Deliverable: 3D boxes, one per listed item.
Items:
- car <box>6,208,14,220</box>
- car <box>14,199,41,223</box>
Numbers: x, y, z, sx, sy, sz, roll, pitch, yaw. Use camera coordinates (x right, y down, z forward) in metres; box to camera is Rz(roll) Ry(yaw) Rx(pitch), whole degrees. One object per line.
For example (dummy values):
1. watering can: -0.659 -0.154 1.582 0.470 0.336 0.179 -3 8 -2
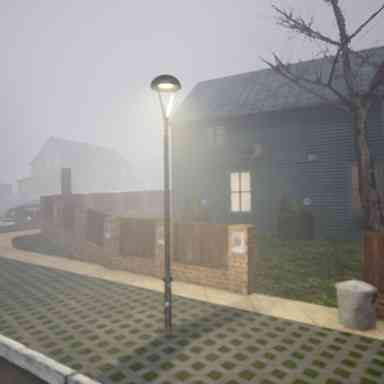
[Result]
1. car: -10.675 1.192 23.345 1.994 1.385 4.181 -1 1 30
2. car: -8.421 1.188 21.363 1.895 1.301 4.718 -1 1 30
